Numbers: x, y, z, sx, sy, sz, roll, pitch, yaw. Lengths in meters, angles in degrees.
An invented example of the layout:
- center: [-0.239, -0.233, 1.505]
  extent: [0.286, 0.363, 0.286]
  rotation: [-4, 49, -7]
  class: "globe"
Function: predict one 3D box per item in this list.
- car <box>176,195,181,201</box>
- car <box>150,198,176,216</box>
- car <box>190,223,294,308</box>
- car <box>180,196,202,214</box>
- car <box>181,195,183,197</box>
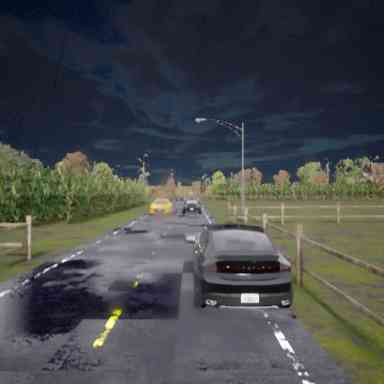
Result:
- center: [-2.897, 1.400, 78.881]
  extent: [1.994, 1.385, 4.181]
  rotation: [0, 0, 0]
  class: "car"
- center: [-2.910, 1.431, 32.155]
  extent: [1.882, 1.535, 5.008]
  rotation: [0, 0, 0]
  class: "car"
- center: [0.947, 1.496, 7.874]
  extent: [1.837, 1.490, 4.892]
  rotation: [0, 0, 0]
  class: "car"
- center: [0.010, 1.475, 34.346]
  extent: [1.812, 1.442, 4.674]
  rotation: [0, 0, 0]
  class: "car"
- center: [-0.030, 1.274, 45.881]
  extent: [2.097, 1.767, 4.553]
  rotation: [0, 0, 0]
  class: "car"
